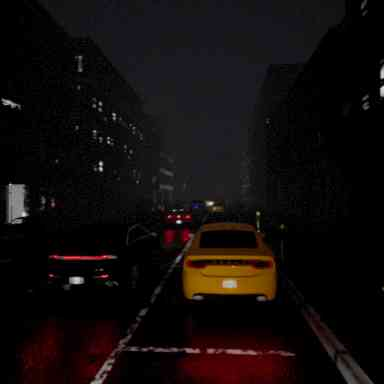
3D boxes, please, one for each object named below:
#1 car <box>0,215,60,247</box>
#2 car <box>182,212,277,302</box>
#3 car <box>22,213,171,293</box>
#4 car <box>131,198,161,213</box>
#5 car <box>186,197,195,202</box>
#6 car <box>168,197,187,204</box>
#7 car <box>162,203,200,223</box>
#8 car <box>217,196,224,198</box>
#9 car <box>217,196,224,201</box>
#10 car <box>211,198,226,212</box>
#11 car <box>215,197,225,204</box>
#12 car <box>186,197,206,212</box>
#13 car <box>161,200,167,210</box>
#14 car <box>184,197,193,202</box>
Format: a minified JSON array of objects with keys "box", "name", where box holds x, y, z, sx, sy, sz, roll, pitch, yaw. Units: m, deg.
[{"box":[-7.373,1.749,15.151,1.802,1.307,4.206,-1,0,5],"name":"car"},{"box":[0.892,1.508,8.431,1.882,1.535,5.008,-1,0,5],"name":"car"},{"box":[-2.101,1.563,9.083,2.128,1.511,4.902,-1,0,5],"name":"car"},{"box":[-5.380,1.563,37.608,2.192,1.841,5.009,-1,0,5],"name":"car"},{"box":[-0.390,1.994,93.748,2.008,1.369,4.403,-1,0,5],"name":"car"},{"box":[-1.703,1.800,48.603,2.033,1.411,5.357,-1,0,5],"name":"car"},{"box":[-0.701,1.730,24.830,1.895,1.301,4.718,-1,0,5],"name":"car"},{"box":[3.966,1.724,48.090,1.887,1.381,4.507,-1,0,5],"name":"car"},{"box":[7.973,1.861,93.172,1.752,1.417,4.829,-1,0,5],"name":"car"},{"box":[2.984,1.666,37.031,1.752,1.417,4.829,-1,0,5],"name":"car"},{"box":[5.962,1.809,70.546,2.008,1.369,4.403,-1,0,5],"name":"car"},{"box":[0.723,1.669,42.002,1.882,1.535,5.008,-1,0,5],"name":"car"},{"box":[-4.880,1.708,43.221,1.967,1.590,4.097,-1,0,5],"name":"car"},{"box":[-0.888,1.975,88.133,2.008,1.369,4.403,-1,0,5],"name":"car"}]
